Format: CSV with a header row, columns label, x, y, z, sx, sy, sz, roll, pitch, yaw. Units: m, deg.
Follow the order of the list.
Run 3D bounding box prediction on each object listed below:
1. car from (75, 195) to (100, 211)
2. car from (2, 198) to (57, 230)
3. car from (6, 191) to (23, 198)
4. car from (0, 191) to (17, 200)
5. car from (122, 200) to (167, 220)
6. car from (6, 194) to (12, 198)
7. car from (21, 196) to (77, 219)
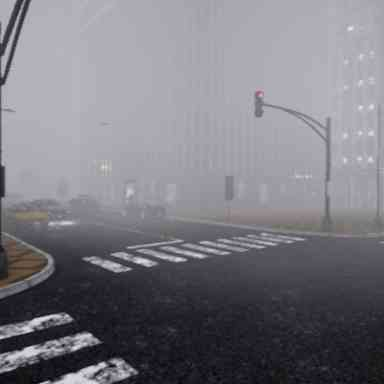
label,x,y,z,sx,sy,sz,roll,pitch,yaw
car,-10.880,0.994,33.201,1.967,1.590,4.097,0,1,-40
car,-9.725,1.295,19.379,1.752,1.417,4.829,0,1,-40
car,-28.910,0.650,54.337,1.887,1.381,4.507,0,1,-40
car,-32.507,0.565,58.572,2.008,1.369,4.403,0,1,-40
car,-3.631,1.283,24.778,2.008,1.369,4.403,0,1,-40
car,-16.866,1.116,27.895,1.752,1.417,4.829,0,1,-40
car,-10.779,1.230,24.780,2.033,1.411,5.357,0,1,-40
